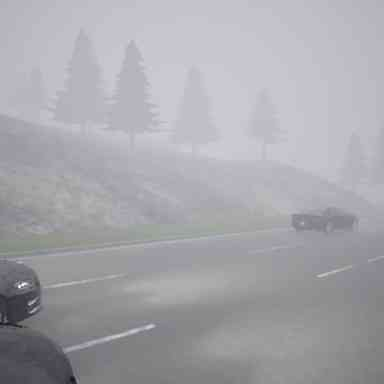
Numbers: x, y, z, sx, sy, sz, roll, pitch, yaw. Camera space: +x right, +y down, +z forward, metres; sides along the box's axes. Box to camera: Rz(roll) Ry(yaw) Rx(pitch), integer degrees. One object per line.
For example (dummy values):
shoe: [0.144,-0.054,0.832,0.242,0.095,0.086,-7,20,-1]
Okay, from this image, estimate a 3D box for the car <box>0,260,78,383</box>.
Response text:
car: [-3.116,1.489,1.674,4.902,1.511,2.128,0,0,-35]

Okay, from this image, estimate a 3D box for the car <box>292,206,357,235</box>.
car: [7.851,1.542,19.481,5.008,1.535,1.882,0,0,-40]

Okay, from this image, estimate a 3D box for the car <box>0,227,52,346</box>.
car: [-4.842,1.494,4.754,4.902,1.511,2.128,0,0,-35]
